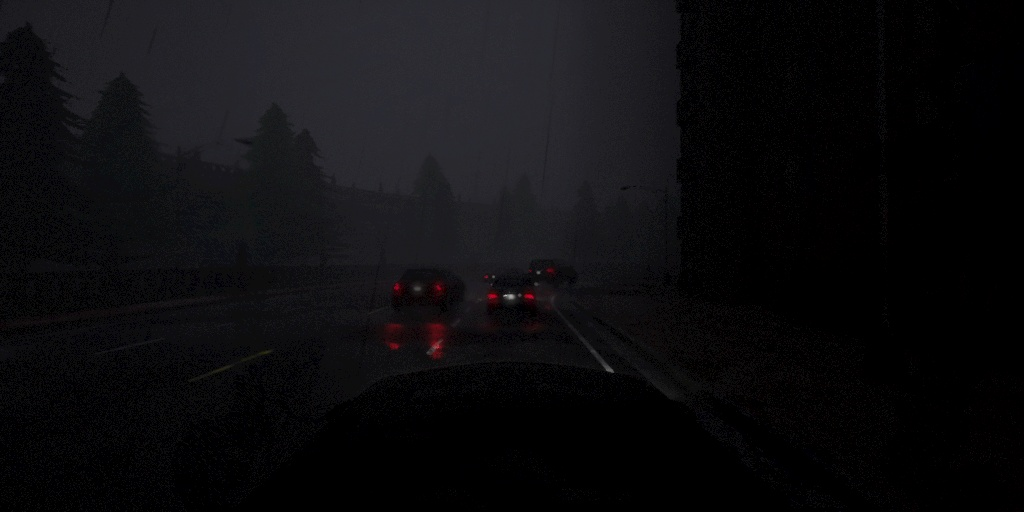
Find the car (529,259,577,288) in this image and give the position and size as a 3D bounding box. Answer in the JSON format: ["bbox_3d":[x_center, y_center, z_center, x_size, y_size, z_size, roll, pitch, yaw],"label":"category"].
[{"bbox_3d":[3.065,1.236,26.580,2.150,2.045,5.566,0,0,28],"label":"car"}]

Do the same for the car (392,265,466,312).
[{"bbox_3d":[-3.329,1.244,15.251,2.097,1.767,4.553,0,-1,4],"label":"car"}]

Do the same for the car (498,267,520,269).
[{"bbox_3d":[-0.128,1.574,28.029,2.033,1.411,5.357,0,-1,28],"label":"car"}]

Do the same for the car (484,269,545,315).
[{"bbox_3d":[0.077,1.431,14.363,2.033,1.411,5.357,0,-1,2],"label":"car"}]
